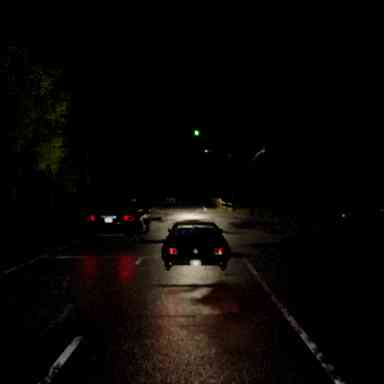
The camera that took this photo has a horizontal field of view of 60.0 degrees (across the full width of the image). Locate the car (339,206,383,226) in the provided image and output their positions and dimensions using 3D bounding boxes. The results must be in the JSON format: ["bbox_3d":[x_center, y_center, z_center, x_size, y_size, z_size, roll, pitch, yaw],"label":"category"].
[{"bbox_3d":[13.127,1.725,24.534,4.181,1.385,1.994,1,-1,-3],"label":"car"}]

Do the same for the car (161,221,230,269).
[{"bbox_3d":[0.103,1.616,11.136,1.895,1.301,4.718,0,0,0],"label":"car"}]

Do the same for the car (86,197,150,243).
[{"bbox_3d":[-3.395,1.244,16.221,2.150,2.045,5.566,0,0,0],"label":"car"}]

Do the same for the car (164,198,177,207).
[{"bbox_3d":[-3.386,1.608,52.763,2.033,1.411,5.357,0,0,0],"label":"car"}]
